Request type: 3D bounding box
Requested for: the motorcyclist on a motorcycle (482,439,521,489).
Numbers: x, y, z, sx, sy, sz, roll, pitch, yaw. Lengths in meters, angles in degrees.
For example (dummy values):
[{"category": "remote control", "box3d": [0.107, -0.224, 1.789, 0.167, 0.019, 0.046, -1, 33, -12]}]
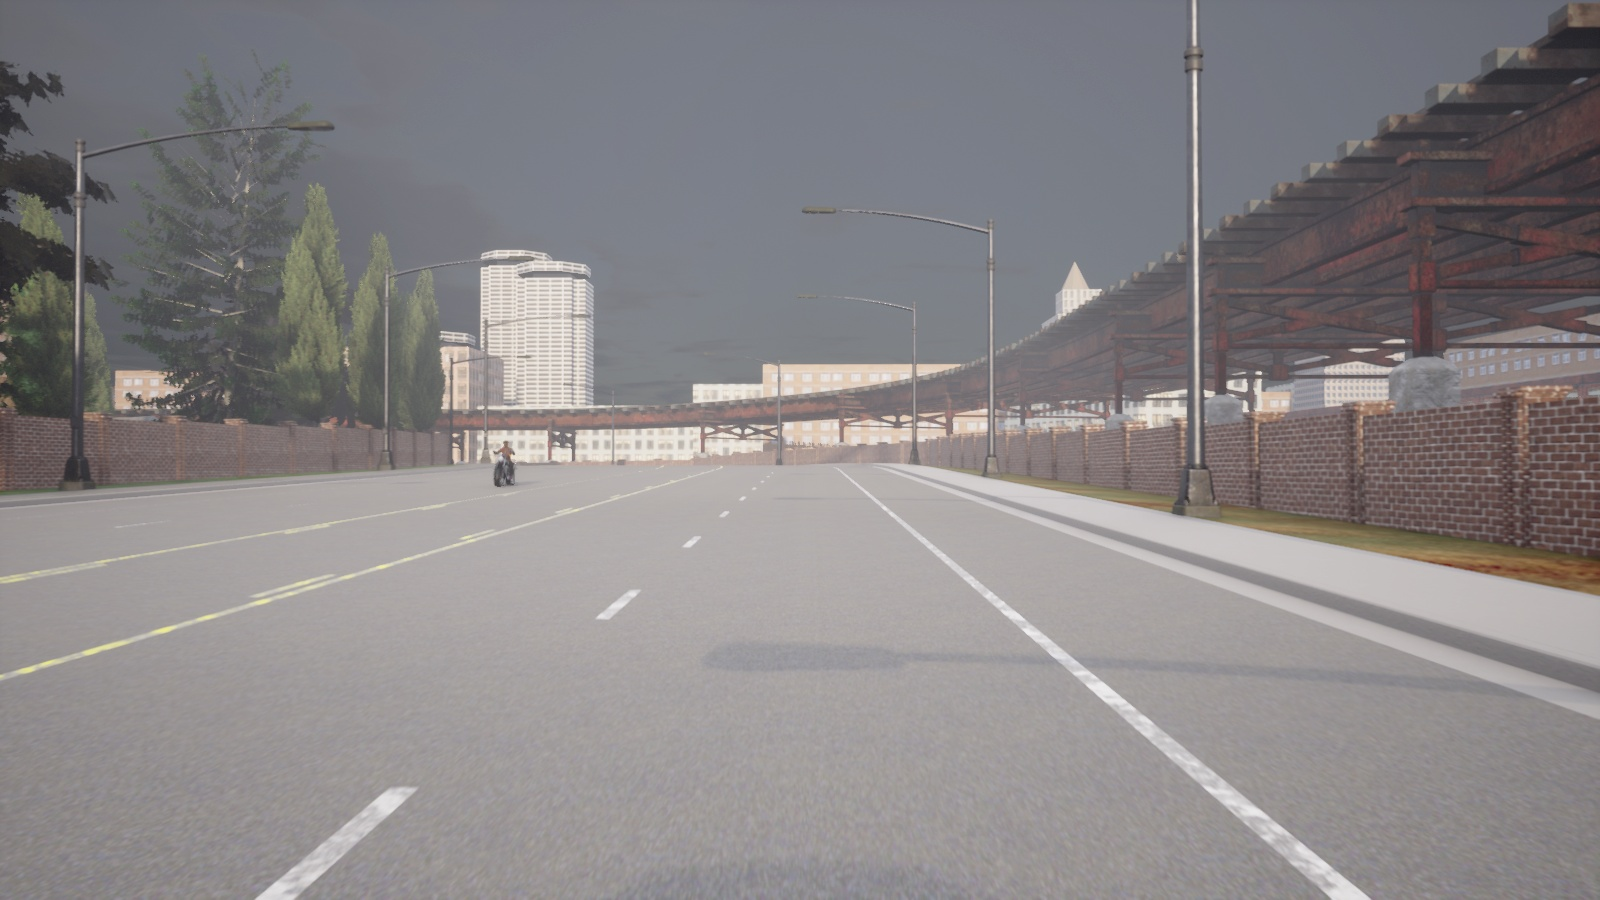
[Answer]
[{"category": "motorcyclist on a motorcycle", "box3d": [-10.230, 0.455, 43.163, 0.766, 1.649, 2.350, 0, 0, 0]}]
